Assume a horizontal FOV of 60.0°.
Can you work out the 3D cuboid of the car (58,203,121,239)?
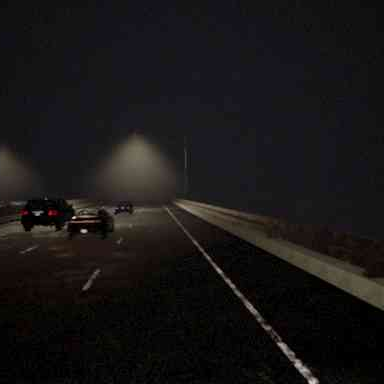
[{"bbox_3d":[-5.389,1.627,18.136,2.128,1.511,4.902,-1,0,-7],"label":"car"}]

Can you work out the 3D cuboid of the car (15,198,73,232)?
[{"bbox_3d":[-9.385,1.425,22.229,2.150,2.045,5.566,-1,0,-7],"label":"car"}]

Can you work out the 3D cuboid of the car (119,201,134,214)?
[{"bbox_3d":[-7.640,1.772,37.757,2.033,1.411,5.357,-1,0,-7],"label":"car"}]

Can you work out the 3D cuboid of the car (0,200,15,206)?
[{"bbox_3d":[-22.466,1.943,43.081,2.128,1.511,4.902,-1,0,-6],"label":"car"}]
